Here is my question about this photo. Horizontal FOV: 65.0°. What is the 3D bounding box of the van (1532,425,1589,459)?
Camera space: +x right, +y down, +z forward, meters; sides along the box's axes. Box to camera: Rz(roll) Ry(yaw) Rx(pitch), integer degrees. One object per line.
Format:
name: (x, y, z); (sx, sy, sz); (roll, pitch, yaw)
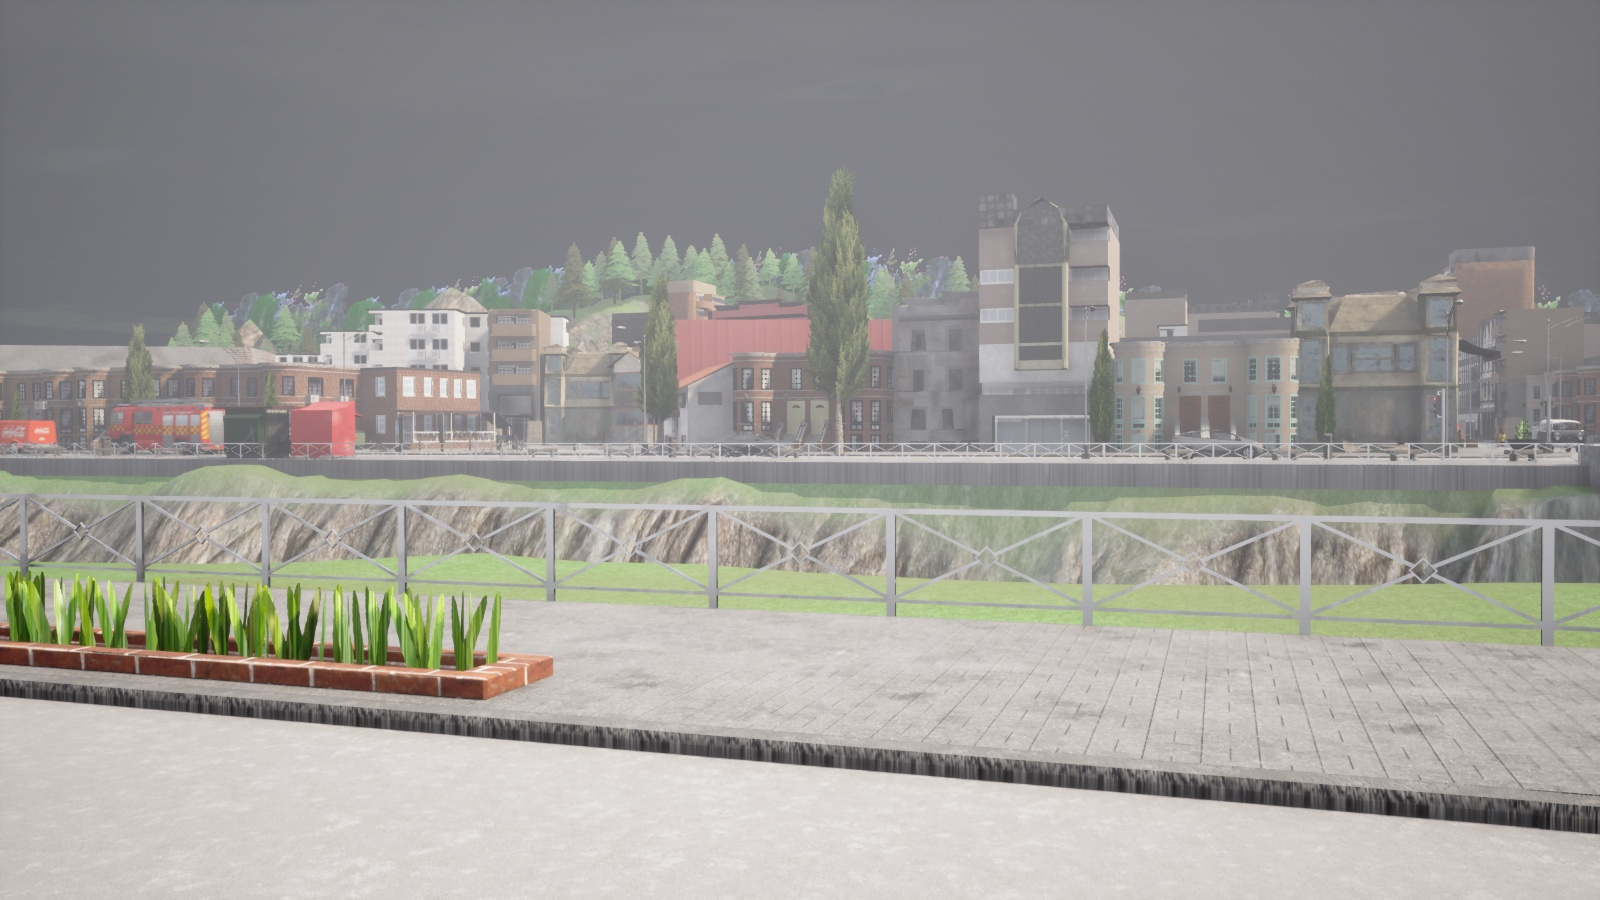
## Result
van: (46.871, -0.514, 77.460); (2.069, 2.038, 4.480); (1, 1, 19)

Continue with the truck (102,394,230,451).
truck: (-44.405, -1.913, 87.943); (8.468, 3.827, 2.891); (1, 1, 19)

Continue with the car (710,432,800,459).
car: (-2.503, -0.273, 69.667); (4.674, 1.442, 1.812); (1, 1, 19)

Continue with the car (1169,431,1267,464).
car: (20.593, -0.141, 61.907); (4.514, 1.525, 2.007); (1, 1, 19)
